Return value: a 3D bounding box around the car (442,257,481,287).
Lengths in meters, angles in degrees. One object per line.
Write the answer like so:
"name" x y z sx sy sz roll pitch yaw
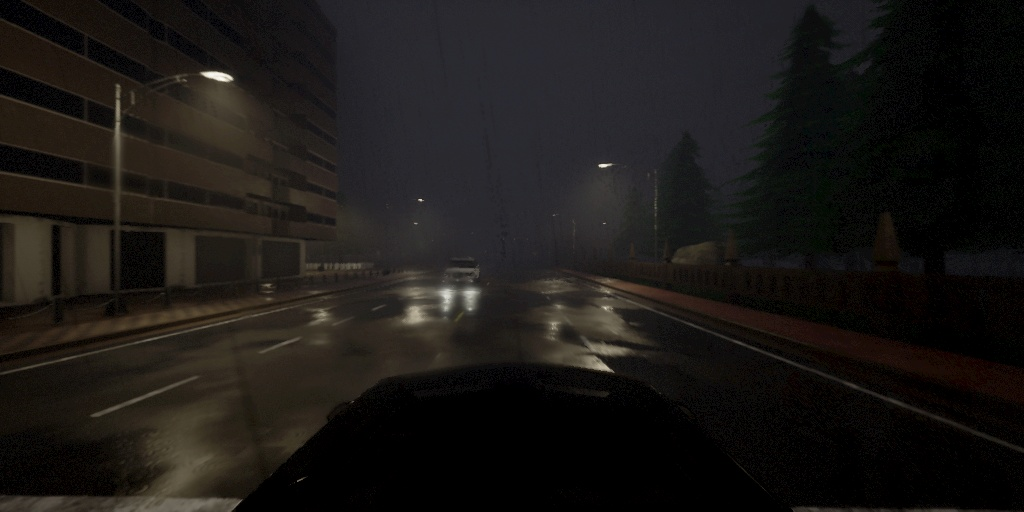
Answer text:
"car" -3.499 1.142 25.705 2.150 2.045 5.566 0 1 0
